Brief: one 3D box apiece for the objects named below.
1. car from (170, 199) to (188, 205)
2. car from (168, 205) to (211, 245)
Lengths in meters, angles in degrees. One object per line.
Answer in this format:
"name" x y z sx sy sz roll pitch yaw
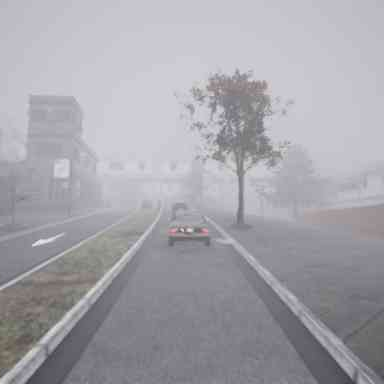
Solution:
"car" -1.446 1.583 39.022 1.837 1.490 4.892 1 0 -4
"car" -0.169 1.579 15.718 2.033 1.411 5.357 0 0 -2
